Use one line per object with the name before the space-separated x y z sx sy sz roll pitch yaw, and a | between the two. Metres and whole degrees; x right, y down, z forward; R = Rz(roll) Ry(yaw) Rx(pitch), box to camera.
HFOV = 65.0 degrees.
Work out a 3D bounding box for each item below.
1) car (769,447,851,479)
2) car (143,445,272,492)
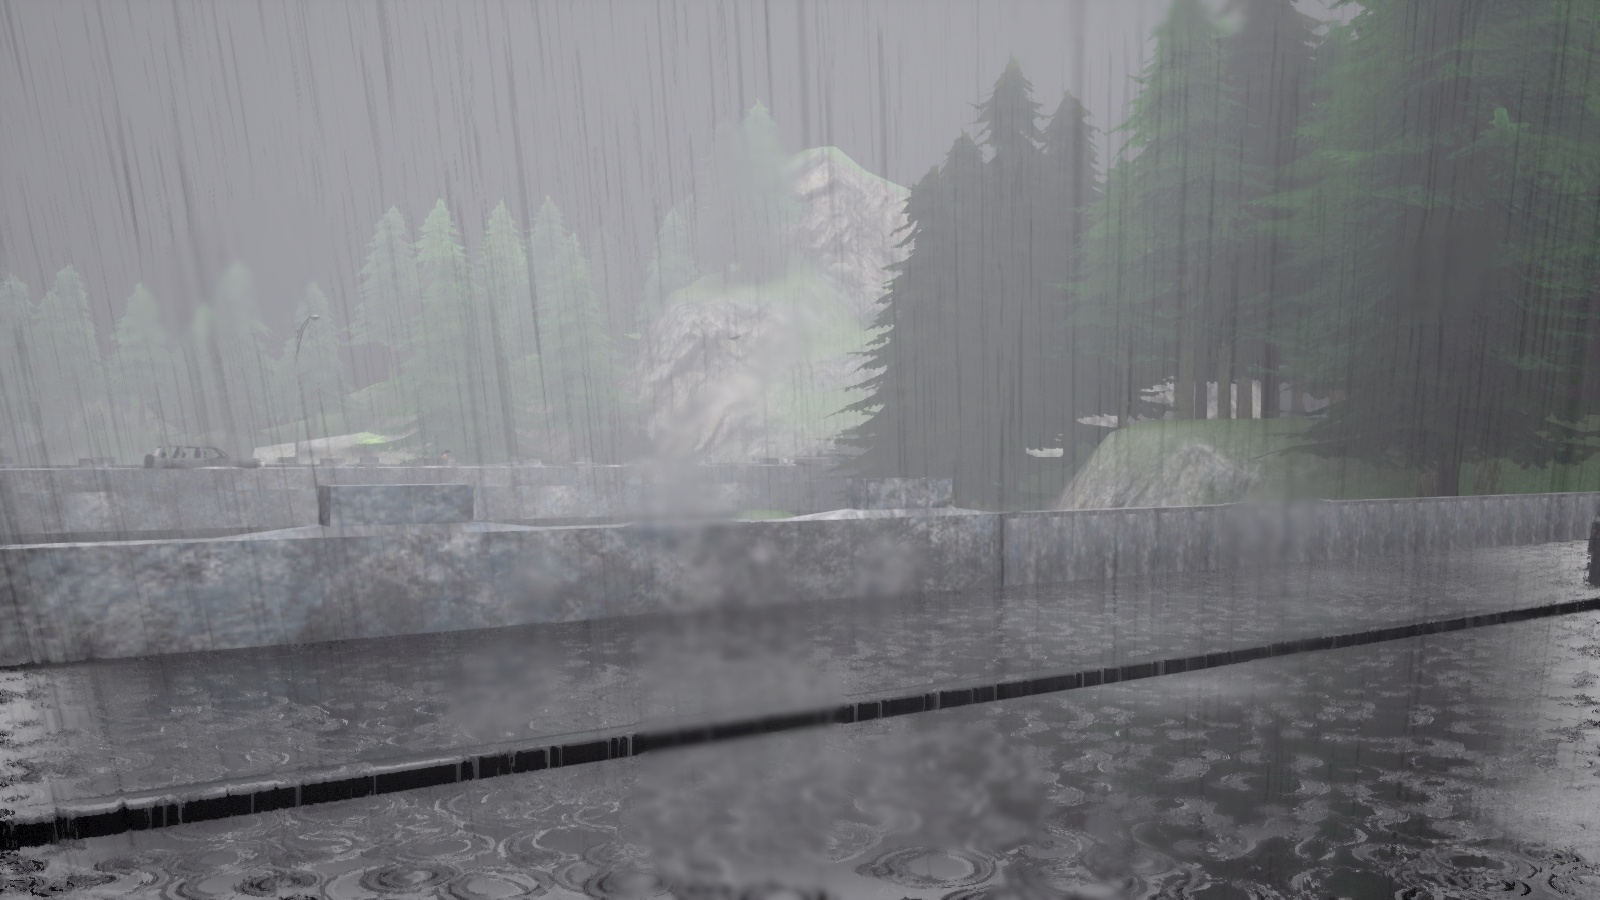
car | 0.617 0.743 74.819 4.605 1.855 1.932 0 0 -35
car | -24.658 0.742 52.314 4.605 1.855 1.932 0 0 -35
